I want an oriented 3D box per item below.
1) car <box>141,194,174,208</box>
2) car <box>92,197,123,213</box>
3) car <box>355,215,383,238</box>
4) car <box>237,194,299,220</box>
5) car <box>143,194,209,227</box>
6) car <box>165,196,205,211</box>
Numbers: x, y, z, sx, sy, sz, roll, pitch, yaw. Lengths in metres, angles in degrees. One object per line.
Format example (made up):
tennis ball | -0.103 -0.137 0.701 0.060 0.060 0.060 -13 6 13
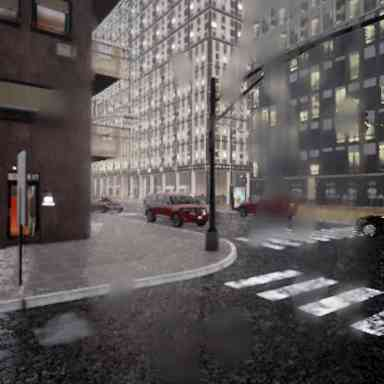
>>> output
car | -4.072 1.032 38.846 1.947 1.339 4.313 2 0 -36
car | -7.554 1.105 29.381 1.802 1.307 4.206 2 0 -36
car | 9.999 1.470 15.050 1.837 1.490 4.892 0 1 -36
car | 5.717 1.093 25.382 2.192 1.841 5.009 2 0 -36
car | -1.025 1.046 20.407 2.192 1.841 5.009 2 0 -36
car | -0.811 1.136 34.358 1.947 1.339 4.313 2 0 -36
